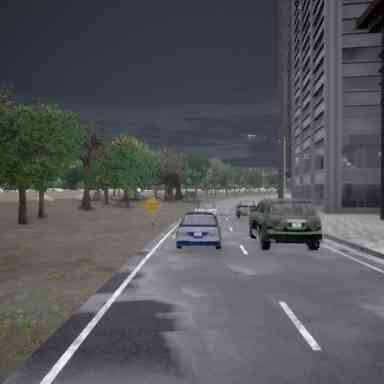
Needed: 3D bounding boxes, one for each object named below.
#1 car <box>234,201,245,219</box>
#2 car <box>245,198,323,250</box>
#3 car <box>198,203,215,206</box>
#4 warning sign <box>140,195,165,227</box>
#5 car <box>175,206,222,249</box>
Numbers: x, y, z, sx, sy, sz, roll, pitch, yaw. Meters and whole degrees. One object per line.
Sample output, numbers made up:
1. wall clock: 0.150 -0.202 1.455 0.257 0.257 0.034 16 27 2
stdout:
1. car: 4.795 1.511 29.147 2.128 1.511 4.902 0 0 5
2. car: 3.826 1.272 14.442 2.150 2.045 5.566 0 0 3
3. car: 1.311 1.630 29.484 1.895 1.301 4.718 0 0 5
4. warning sign: -2.414 1.130 20.407 1.300 1.860 1.060 0 0 3
5. car: 0.327 1.576 14.566 2.033 1.411 5.357 0 0 3
